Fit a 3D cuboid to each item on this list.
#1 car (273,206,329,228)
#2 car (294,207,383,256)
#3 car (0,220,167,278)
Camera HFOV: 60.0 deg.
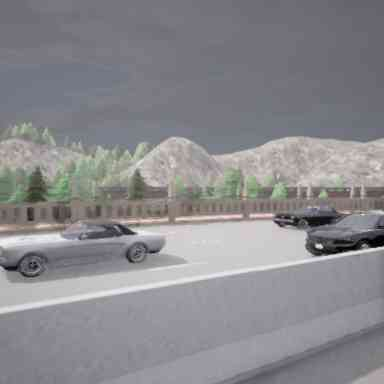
[{"bbox_3d":[7.179,1.496,19.955,4.718,1.301,1.895,0,0,-26],"label":"car"},{"bbox_3d":[6.180,1.417,11.573,5.008,1.535,1.882,0,0,-28],"label":"car"},{"bbox_3d":[-3.251,1.546,10.050,4.718,1.301,1.895,0,0,-33],"label":"car"}]
